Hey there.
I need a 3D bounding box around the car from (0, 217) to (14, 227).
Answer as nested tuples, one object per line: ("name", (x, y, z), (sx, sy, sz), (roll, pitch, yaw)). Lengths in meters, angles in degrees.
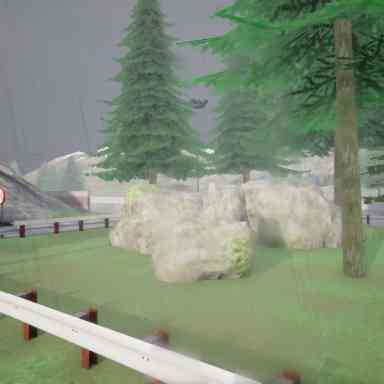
("car", (-10.928, 1.358, 15.437), (5.357, 1.411, 2.033), (0, 0, 17))
